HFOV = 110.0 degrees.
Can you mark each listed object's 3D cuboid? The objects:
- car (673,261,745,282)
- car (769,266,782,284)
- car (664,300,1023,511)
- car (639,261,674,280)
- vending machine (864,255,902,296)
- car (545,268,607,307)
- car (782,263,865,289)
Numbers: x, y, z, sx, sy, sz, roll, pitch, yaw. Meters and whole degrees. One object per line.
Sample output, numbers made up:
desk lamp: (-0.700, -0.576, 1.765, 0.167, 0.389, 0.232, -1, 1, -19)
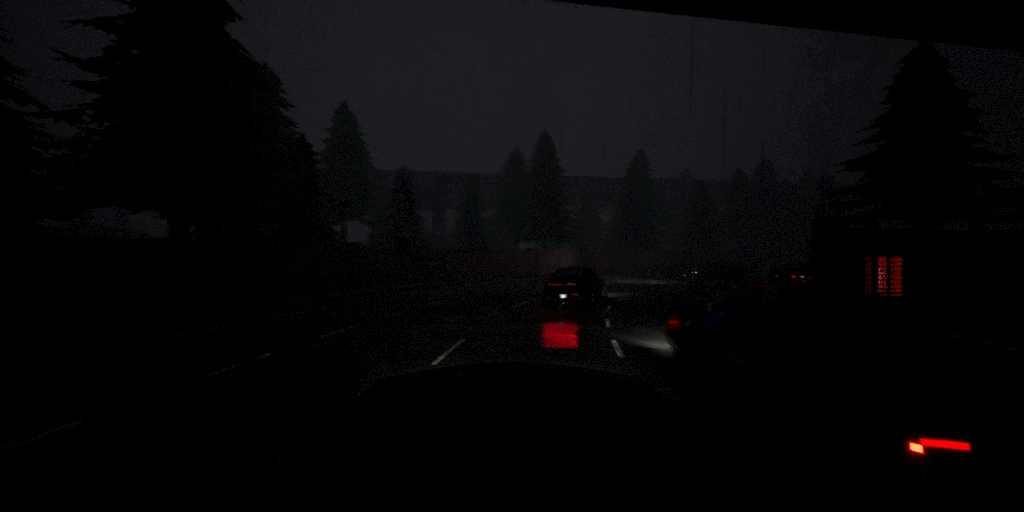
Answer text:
car: (15.641, 1.231, 27.967, 4.902, 1.511, 2.128, 0, 0, -11)
car: (20.672, 1.231, 25.144, 5.008, 1.535, 1.882, 0, 0, -10)
car: (3.710, 1.299, 4.738, 2.033, 1.411, 5.357, 0, 0, 7)
car: (13.507, 1.209, 31.078, 5.008, 1.535, 1.882, 0, 0, -13)
vending machine: (17.860, 0.955, 17.262, 0.880, 2.100, 1.100, 0, 0, -10)
car: (2.872, 1.239, 15.616, 1.837, 1.490, 4.892, -1, 0, 23)
car: (19.699, 1.304, 21.571, 5.357, 1.411, 2.033, 0, 0, -7)
